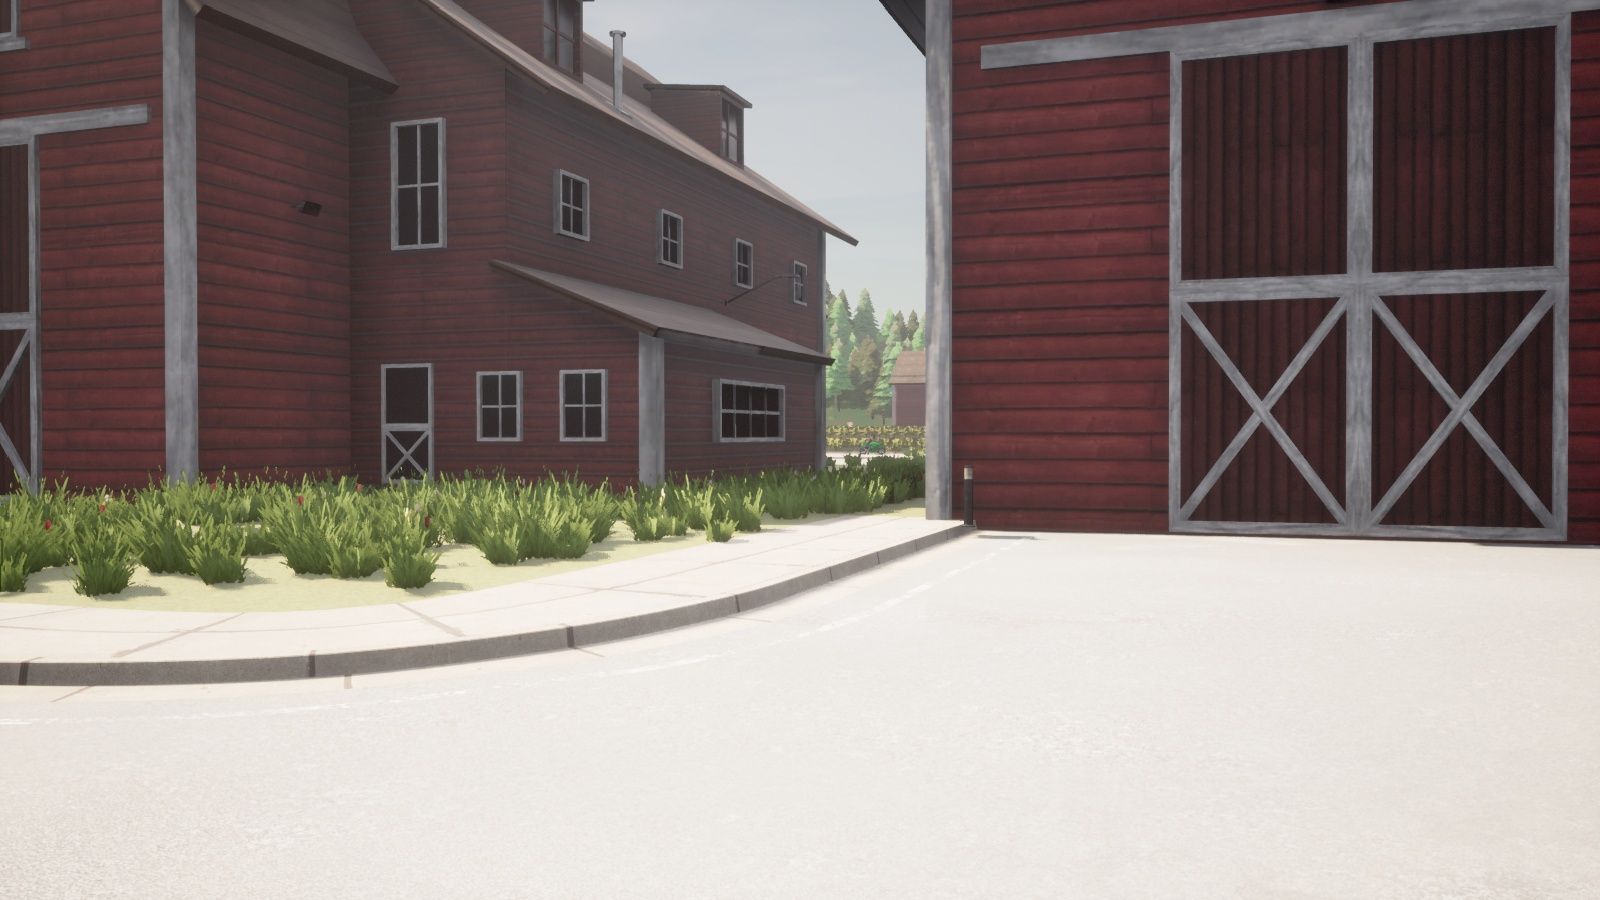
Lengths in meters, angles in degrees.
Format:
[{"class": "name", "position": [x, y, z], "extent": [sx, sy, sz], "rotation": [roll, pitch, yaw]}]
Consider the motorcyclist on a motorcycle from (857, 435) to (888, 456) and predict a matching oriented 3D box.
[{"class": "motorcyclist on a motorcycle", "position": [5.276, -0.348, 91.460], "extent": [2.044, 1.523, 0.797], "rotation": [1, 1, 19]}]
